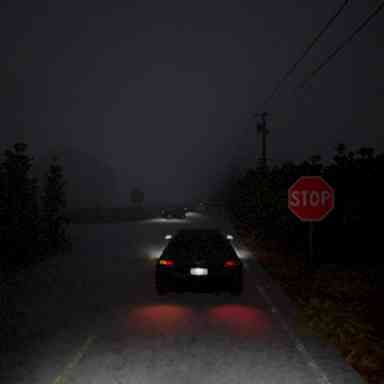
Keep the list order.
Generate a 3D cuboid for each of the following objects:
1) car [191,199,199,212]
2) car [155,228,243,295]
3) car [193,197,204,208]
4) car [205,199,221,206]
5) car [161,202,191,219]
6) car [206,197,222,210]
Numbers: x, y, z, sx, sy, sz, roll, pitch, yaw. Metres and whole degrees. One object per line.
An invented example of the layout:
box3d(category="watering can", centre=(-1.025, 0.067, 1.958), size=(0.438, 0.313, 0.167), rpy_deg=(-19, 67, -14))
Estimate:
box3d(category="car", centre=(-0.547, 2.083, 46.031), size=(1.895, 1.301, 4.718), rpy_deg=(0, 0, 5))
box3d(category="car", centre=(0.192, 1.660, 8.985), size=(1.994, 1.385, 4.181), rpy_deg=(0, -1, 1))
box3d(category="car", centre=(1.102, 1.884, 63.020), size=(2.150, 2.045, 5.566), rpy_deg=(0, -1, 6))
box3d(category="car", centre=(4.782, 2.348, 75.929), size=(1.994, 1.385, 4.181), rpy_deg=(0, -1, -24))
box3d(category="car", centre=(-1.753, 1.903, 33.844), size=(2.033, 1.411, 5.357), rpy_deg=(0, -1, 8))
box3d(category="car", centre=(3.479, 1.773, 52.593), size=(2.150, 2.045, 5.566), rpy_deg=(0, -1, 5))
